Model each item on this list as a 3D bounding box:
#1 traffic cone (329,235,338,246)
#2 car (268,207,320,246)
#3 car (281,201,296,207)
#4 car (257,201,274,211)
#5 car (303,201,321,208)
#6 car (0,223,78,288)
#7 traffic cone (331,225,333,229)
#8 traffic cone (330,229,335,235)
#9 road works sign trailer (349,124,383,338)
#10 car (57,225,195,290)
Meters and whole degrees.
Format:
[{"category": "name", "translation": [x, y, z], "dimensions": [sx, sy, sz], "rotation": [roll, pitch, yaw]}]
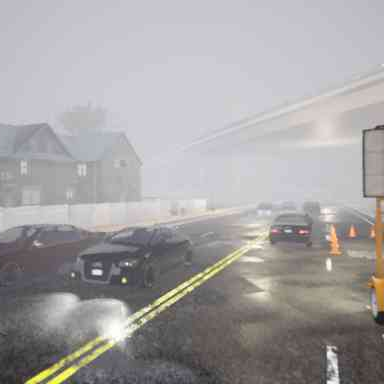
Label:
[{"category": "traffic cone", "translation": [5.520, 2.061, 12.838], "dimensions": [0.340, 0.580, 0.340], "rotation": [-1, -1, 22]}, {"category": "car", "translation": [4.915, 1.692, 16.088], "dimensions": [2.033, 1.411, 5.357], "rotation": [-1, -1, 22]}, {"category": "car", "translation": [14.070, 1.998, 48.472], "dimensions": [2.033, 1.411, 5.357], "rotation": [-1, -1, 22]}, {"category": "car", "translation": [10.969, 2.046, 49.462], "dimensions": [1.994, 1.385, 4.181], "rotation": [-1, -1, 22]}, {"category": "car", "translation": [14.325, 1.827, 39.728], "dimensions": [1.882, 1.535, 5.008], "rotation": [-1, -1, 22]}, {"category": "car", "translation": [-4.707, 1.689, 10.127], "dimensions": [2.033, 1.411, 5.357], "rotation": [-1, -1, 22]}, {"category": "traffic cone", "translation": [7.013, 2.092, 16.549], "dimensions": [0.340, 0.580, 0.340], "rotation": [-1, -1, 22]}, {"category": "traffic cone", "translation": [6.266, 2.077, 14.693], "dimensions": [0.340, 0.580, 0.340], "rotation": [-1, -1, 22]}, {"category": "road works sign trailer", "translation": [4.464, 0.504, 6.188], "dimensions": [2.380, 3.560, 2.880], "rotation": [-1, -1, 19]}, {"category": "car", "translation": [-1.450, 1.678, 9.519], "dimensions": [1.994, 1.385, 4.181], "rotation": [-1, -1, 22]}]
